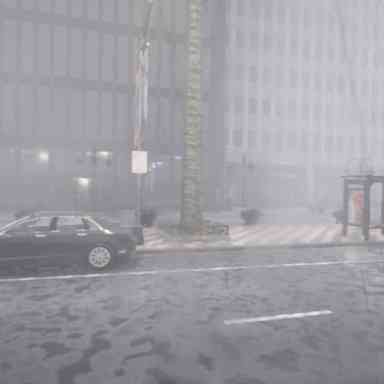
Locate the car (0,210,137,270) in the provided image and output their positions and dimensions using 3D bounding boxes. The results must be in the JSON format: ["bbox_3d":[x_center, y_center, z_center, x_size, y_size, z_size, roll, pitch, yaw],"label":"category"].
[{"bbox_3d":[-4.003,1.277,9.237,4.892,1.521,2.231,1,1,-16],"label":"car"}]
